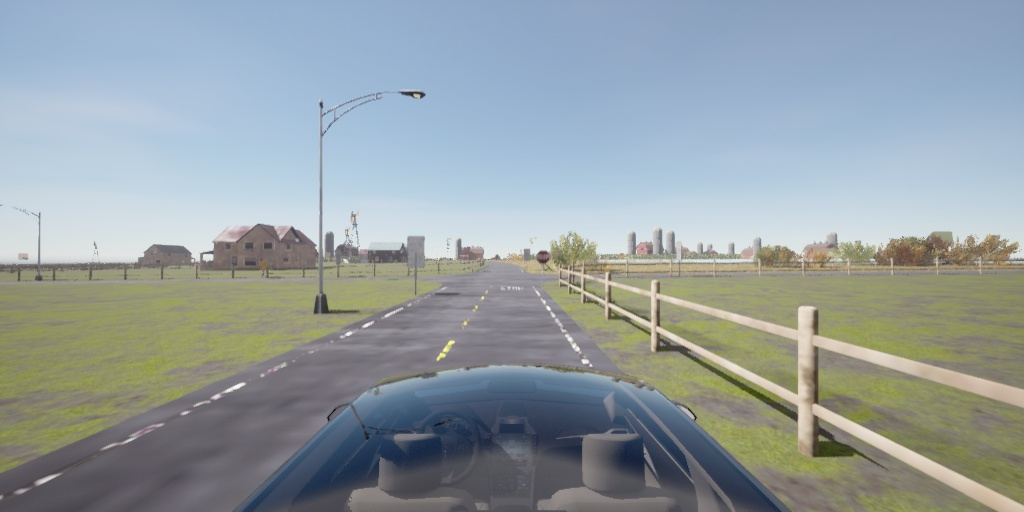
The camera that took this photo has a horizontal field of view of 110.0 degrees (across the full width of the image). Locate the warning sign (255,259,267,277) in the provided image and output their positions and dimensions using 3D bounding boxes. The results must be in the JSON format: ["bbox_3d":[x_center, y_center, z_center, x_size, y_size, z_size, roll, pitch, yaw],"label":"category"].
[{"bbox_3d":[-25.791,1.217,37.142,1.060,1.860,1.300,0,0,-1],"label":"warning sign"}]
